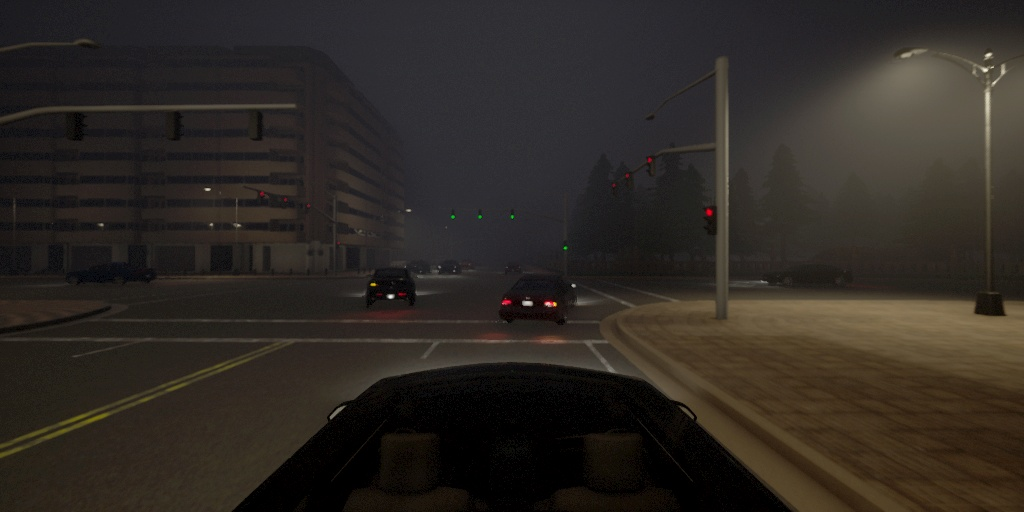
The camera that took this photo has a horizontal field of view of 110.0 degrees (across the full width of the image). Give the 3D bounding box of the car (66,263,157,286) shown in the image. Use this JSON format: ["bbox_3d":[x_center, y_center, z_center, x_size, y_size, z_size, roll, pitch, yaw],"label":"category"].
[{"bbox_3d":[-27.688,1.233,24.854,5.008,1.535,1.882,0,0,0],"label":"car"}]

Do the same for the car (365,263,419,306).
[{"bbox_3d":[-5.268,1.244,15.638,1.837,1.490,4.892,1,0,-18],"label":"car"}]

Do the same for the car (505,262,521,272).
[{"bbox_3d":[0.108,1.380,41.749,1.812,1.442,4.674,0,0,0],"label":"car"}]

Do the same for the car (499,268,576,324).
[{"bbox_3d":[1.059,1.303,12.174,2.033,1.411,5.357,0,1,15],"label":"car"}]

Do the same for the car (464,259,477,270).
[{"bbox_3d":[-7.055,1.242,55.593,2.097,1.767,4.553,0,0,0],"label":"car"}]

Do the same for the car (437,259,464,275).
[{"bbox_3d":[-7.083,1.206,40.920,2.097,1.767,4.553,0,0,0],"label":"car"}]

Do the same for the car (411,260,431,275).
[{"bbox_3d":[-10.584,1.204,40.402,2.097,1.767,4.553,0,0,0],"label":"car"}]

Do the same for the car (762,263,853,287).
[{"bbox_3d":[19.677,1.231,24.027,5.008,1.535,1.882,0,0,7],"label":"car"}]
